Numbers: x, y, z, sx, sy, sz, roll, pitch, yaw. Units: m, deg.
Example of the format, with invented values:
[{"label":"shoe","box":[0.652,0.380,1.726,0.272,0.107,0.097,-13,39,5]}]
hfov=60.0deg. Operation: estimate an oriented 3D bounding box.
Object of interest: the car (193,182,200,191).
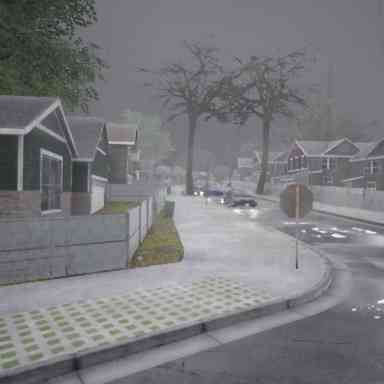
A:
[{"label":"car","box":[0.953,-0.927,56.169,2.128,1.511,4.902,1,2,-6]}]

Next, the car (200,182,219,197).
[{"label":"car","box":[2.521,-0.213,40.591,1.882,1.535,5.008,1,3,-6]}]

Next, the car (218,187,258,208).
[{"label":"car","box":[3.873,0.479,27.701,2.033,1.411,5.357,1,3,-6]}]
